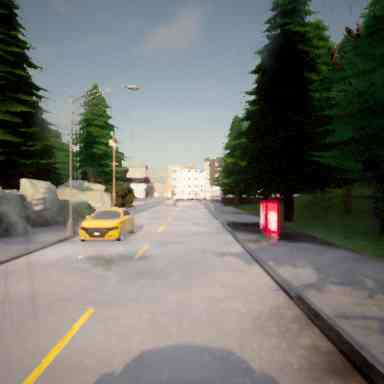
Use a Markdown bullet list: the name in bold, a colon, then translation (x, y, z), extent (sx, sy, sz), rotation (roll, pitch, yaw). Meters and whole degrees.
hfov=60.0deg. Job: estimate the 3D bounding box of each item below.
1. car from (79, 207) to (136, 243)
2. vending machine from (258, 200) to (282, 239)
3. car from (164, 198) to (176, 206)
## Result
- **car**: translation (-4.086, 1.532, 16.741), extent (1.882, 1.535, 5.008), rotation (0, 0, 0)
- **vending machine**: translation (4.306, 1.474, 18.401), extent (1.100, 2.100, 0.880), rotation (0, 0, 0)
- **car**: translation (-4.004, 1.789, 60.841), extent (1.895, 1.301, 4.718), rotation (0, 0, 1)
